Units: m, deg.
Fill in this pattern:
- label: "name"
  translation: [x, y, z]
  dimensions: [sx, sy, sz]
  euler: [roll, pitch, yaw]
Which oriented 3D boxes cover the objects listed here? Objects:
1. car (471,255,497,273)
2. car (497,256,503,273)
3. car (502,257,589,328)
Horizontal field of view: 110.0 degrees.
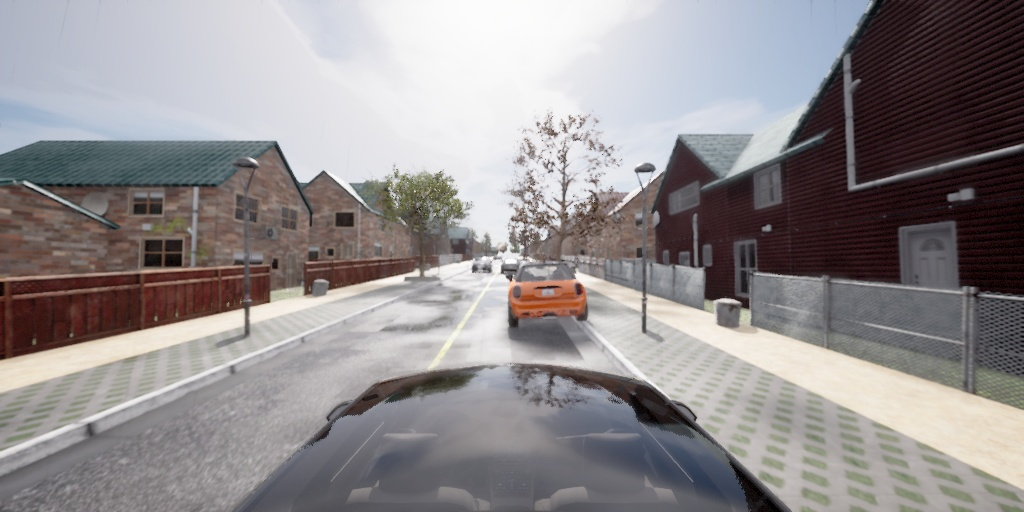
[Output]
- label: "car"
  translation: [-2.930, 0.844, 35.593]
  dimensions: [2.128, 1.511, 4.902]
  euler: [0, 1, 0]
- label: "car"
  translation: [-0.052, 0.927, 34.635]
  dimensions: [1.994, 1.385, 4.181]
  euler: [0, 1, 2]
- label: "car"
  translation: [0.901, 0.940, 11.143]
  dimensions: [2.097, 1.767, 4.553]
  euler: [-3, 0, 0]
